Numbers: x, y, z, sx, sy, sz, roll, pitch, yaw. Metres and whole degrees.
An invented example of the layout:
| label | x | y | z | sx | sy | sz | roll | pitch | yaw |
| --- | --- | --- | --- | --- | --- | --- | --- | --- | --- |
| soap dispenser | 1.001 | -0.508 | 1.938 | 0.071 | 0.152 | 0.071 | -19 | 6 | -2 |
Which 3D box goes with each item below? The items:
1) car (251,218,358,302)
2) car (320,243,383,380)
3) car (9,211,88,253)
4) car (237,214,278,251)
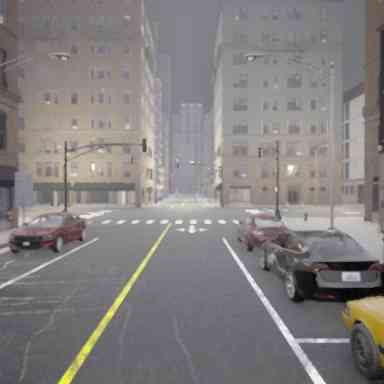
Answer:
| label | x | y | z | sx | sy | sz | roll | pitch | yaw |
| --- | --- | --- | --- | --- | --- | --- | --- | --- | --- |
| car | 2.867 | 1.556 | 8.070 | 1.947 | 1.339 | 4.313 | -1 | 0 | 0 |
| car | 2.866 | 1.522 | 2.654 | 1.752 | 1.417 | 4.829 | -1 | 0 | 0 |
| car | -5.677 | 1.529 | 13.654 | 1.887 | 1.381 | 4.507 | -1 | 0 | 0 |
| car | 2.868 | 1.565 | 13.656 | 1.802 | 1.307 | 4.206 | -1 | 0 | 0 |
